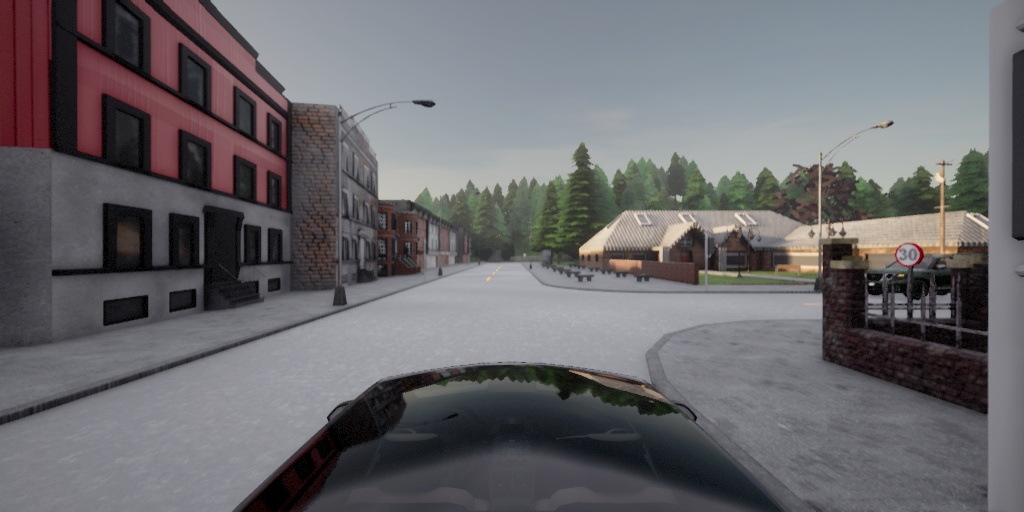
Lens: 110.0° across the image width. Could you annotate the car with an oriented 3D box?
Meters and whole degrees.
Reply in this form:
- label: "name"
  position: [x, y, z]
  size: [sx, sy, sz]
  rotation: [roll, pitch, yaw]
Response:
- label: "car"
  position: [19.607, 0.933, 16.822]
  size: [5.566, 2.045, 2.150]
  rotation: [-1, 0, 0]
